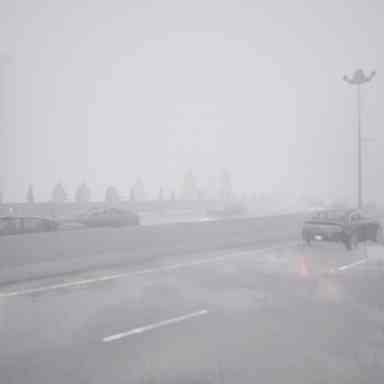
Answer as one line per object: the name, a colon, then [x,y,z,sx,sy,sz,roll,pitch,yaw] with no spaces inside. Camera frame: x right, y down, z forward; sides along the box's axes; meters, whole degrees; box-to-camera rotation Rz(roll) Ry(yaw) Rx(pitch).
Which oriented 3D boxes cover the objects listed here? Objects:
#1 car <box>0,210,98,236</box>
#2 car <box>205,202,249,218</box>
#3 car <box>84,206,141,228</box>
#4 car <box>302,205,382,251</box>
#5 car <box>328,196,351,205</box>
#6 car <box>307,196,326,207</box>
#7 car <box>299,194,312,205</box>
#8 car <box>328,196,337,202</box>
car: [-6.574,1.596,12.323,5.357,1.411,2.033,0,0,-37]
car: [3.496,1.648,31.738,2.033,1.411,5.357,0,0,39]
car: [-5.144,1.555,18.053,4.902,1.511,2.128,0,0,-41]
car: [6.524,1.506,14.250,4.902,1.511,2.128,0,0,-44]
car: [19.073,1.568,42.759,1.882,1.535,5.008,0,0,28]
car: [19.271,1.700,50.873,1.994,1.385,4.181,-1,0,26]
car: [22.725,1.423,65.981,2.150,2.045,5.566,-1,0,26]
car: [36.843,1.784,87.279,1.837,1.490,4.892,-1,-1,26]
